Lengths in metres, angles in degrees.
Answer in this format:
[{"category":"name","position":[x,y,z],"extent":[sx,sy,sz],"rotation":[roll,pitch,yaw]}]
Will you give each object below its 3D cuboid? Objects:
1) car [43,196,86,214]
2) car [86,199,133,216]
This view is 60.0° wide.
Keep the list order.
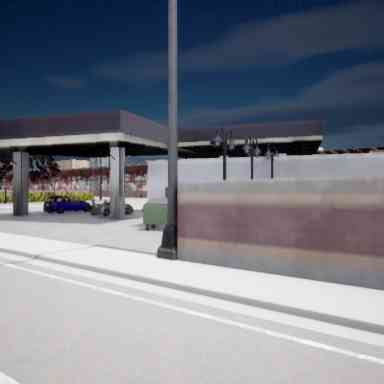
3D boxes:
[{"category":"car","position":[-12.351,1.256,33.281],"extent":[2.242,1.667,4.611],"rotation":[0,0,37]},{"category":"car","position":[-7.276,1.416,30.483],"extent":[1.970,1.475,3.806],"rotation":[0,0,37]}]
